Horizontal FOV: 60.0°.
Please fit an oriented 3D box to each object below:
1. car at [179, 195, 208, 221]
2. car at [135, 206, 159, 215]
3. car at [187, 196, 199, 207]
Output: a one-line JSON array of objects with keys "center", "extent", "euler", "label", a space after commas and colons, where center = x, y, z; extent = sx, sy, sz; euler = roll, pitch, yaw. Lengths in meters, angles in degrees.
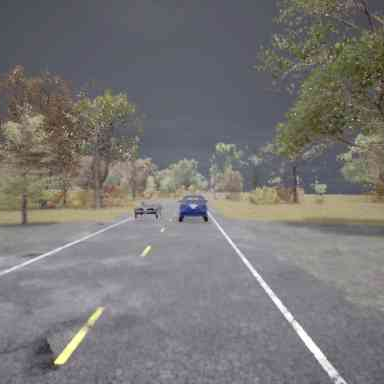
[{"center": [0.107, 1.238, 27.436], "extent": [2.150, 2.045, 5.566], "euler": [0, 0, 0], "label": "car"}, {"center": [-3.494, 1.329, 27.051], "extent": [1.895, 1.301, 4.718], "euler": [0, 0, 0], "label": "car"}, {"center": [0.114, 1.509, 53.554], "extent": [1.882, 1.535, 5.008], "euler": [0, 0, 0], "label": "car"}]
